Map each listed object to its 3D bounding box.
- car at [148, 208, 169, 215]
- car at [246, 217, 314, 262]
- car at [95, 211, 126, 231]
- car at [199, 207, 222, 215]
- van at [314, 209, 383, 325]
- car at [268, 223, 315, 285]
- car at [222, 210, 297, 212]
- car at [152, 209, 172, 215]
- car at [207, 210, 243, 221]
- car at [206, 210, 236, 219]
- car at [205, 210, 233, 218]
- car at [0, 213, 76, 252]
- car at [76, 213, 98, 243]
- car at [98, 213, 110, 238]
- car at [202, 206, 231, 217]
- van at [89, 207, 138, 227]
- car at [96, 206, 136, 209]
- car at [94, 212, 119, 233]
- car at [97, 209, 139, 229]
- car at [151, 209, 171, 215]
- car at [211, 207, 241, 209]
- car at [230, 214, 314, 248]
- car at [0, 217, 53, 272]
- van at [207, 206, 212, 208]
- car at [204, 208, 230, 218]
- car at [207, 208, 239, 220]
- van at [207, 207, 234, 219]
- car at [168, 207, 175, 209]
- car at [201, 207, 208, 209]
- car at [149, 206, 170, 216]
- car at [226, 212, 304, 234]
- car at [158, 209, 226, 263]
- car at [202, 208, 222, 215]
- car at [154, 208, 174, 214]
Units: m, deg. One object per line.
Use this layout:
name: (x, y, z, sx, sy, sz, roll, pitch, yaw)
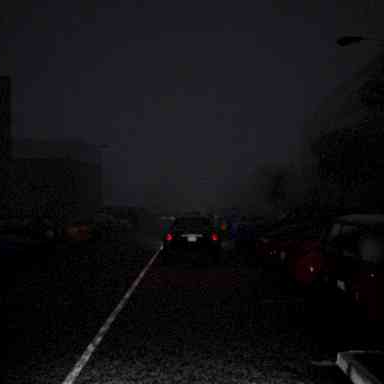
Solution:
car: (-7.662, 4.491, 76.637, 4.553, 1.767, 2.185, 0, -3, 0)
car: (4.647, 1.765, 11.432, 5.008, 1.535, 2.097, 0, -3, 0)
car: (-7.682, 2.398, 25.053, 4.674, 1.452, 2.002, 0, -3, 0)
car: (4.608, 4.686, 83.949, 5.566, 2.045, 2.435, 0, -3, 0)
van: (4.766, 1.357, 5.823, 4.442, 1.987, 1.878, 0, -2, 0)
car: (4.678, 1.691, 8.601, 4.792, 1.488, 2.163, 0, -2, 0)
car: (4.831, 2.367, 25.328, 5.366, 1.575, 1.946, 0, -3, 0)
car: (-7.724, 5.037, 85.562, 4.792, 1.488, 2.163, 0, -3, 0)
car: (4.637, 3.353, 47.780, 5.008, 1.535, 2.097, 0, -3, 0)
car: (4.638, 3.632, 53.235, 4.674, 1.452, 2.002, 0, -3, 0)
car: (4.668, 3.866, 58.820, 4.792, 1.488, 2.163, 0, -3, 0)
car: (-7.651, 1.744, 13.904, 4.553, 1.767, 2.185, 0, -2, 0)
car: (-7.869, 1.994, 16.814, 5.366, 1.575, 1.946, 0, -3, 0)
car: (-7.655, 2.148, 19.602, 4.792, 1.488, 2.163, 0, -3, 0)
car: (4.667, 3.830, 64.413, 5.566, 2.045, 2.435, 0, -3, 0)
van: (-7.803, 2.498, 33.429, 4.442, 1.987, 1.878, 0, -3, 0)
car: (-7.714, 2.351, 30.642, 5.566, 2.045, 2.435, 0, -2, 0)
car: (-7.681, 2.281, 22.388, 4.674, 1.452, 2.002, 0, -2, 0)
car: (-7.500, 2.482, 27.968, 5.366, 1.575, 1.946, 0, -3, 0)
car: (-7.691, 4.919, 82.625, 4.674, 1.452, 2.002, 0, -3, 0)
car: (4.611, 2.733, 36.499, 4.553, 1.767, 2.185, 0, -3, 0)
car: (4.618, 2.033, 16.953, 4.792, 1.488, 2.163, 0, -3, 0)
car: (-7.687, 1.752, 11.111, 5.008, 1.535, 2.097, 0, -2, 0)
van: (4.526, 3.000, 44.874, 4.442, 1.987, 1.878, 0, -3, 0)
car: (4.608, 3.833, 61.615, 4.553, 1.767, 2.185, 0, -3, 0)
car: (4.672, 3.344, 50.453, 4.553, 1.767, 2.185, 0, -3, 0)
van: (4.757, 3.489, 56.038, 4.442, 1.987, 1.878, 0, -3, 0)
car: (-3.042, 4.126, 63.522, 1.994, 1.385, 4.181, 0, -3, 1)
car: (0.012, 2.381, 28.527, 2.097, 1.767, 4.553, 0, -3, 0)
car: (-7.721, 4.242, 73.832, 5.566, 2.045, 2.435, 0, -3, 0)
car: (4.675, 2.277, 22.535, 4.792, 1.488, 2.163, 0, -2, 0)
car: (0.015, 1.724, 13.507, 2.097, 1.767, 4.553, 0, -3, 0)
car: (4.668, 4.572, 78.486, 4.553, 1.767, 2.185, 0, -3, 0)
car: (-7.881, 5.390, 94.368, 5.366, 1.575, 1.946, 0, -3, 0)
